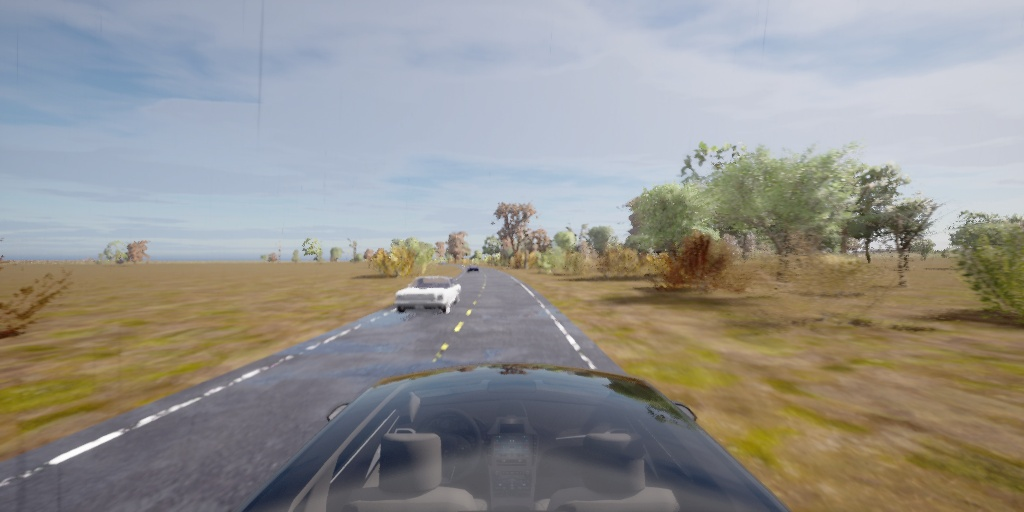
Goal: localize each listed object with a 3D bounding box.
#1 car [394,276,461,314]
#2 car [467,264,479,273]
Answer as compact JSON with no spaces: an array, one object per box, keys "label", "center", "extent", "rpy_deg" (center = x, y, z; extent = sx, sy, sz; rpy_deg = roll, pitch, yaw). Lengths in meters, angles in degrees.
[{"label":"car","center":[-3.281,1.499,14.717],"extent":[1.895,1.301,4.718],"rpy_deg":[0,-1,-1]},{"label":"car","center":[-6.107,1.995,56.822],"extent":[1.895,1.301,4.718],"rpy_deg":[0,-1,-6]}]
